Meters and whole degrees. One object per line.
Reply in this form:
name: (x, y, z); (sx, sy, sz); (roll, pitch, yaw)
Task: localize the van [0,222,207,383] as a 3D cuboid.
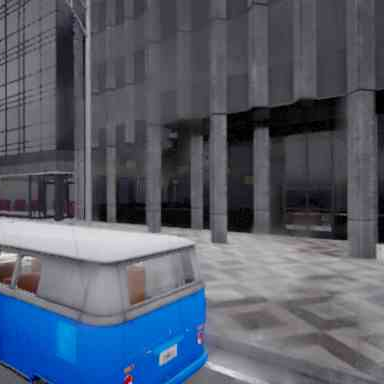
van: (-1.738, 1.351, 4.323); (3.998, 1.788, 1.690); (0, 0, 35)
